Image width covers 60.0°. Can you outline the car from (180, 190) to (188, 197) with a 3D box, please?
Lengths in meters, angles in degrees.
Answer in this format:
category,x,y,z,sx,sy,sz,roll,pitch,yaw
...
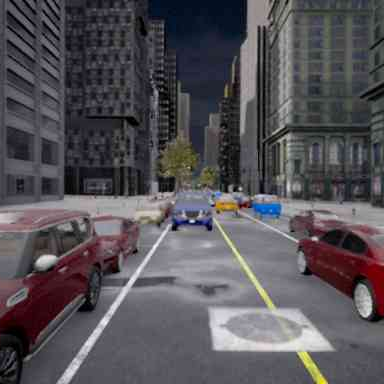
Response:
category,x,y,z,sx,sy,sz,roll,pitch,yaw
car,-2.123,0.522,91.909,2.192,1.841,5.009,0,0,0

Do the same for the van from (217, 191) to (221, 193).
category,x,y,z,sx,sy,sz,roll,pitch,yaw
van,6.328,0.677,81.379,1.690,1.788,3.998,0,0,0

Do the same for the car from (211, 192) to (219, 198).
category,x,y,z,sx,sy,sz,roll,pitch,yaw
car,6.402,0.795,92.206,1.887,1.381,4.507,0,0,0

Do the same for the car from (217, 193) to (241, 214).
category,x,y,z,sx,sy,sz,roll,pitch,yaw
car,3.259,1.209,32.119,1.882,1.535,5.008,0,1,1

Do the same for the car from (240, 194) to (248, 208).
category,x,y,z,sx,sy,sz,roll,pitch,yaw
car,6.032,1.240,37.873,1.887,1.381,4.507,1,0,0

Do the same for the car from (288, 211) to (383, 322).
category,x,y,z,sx,sy,sz,roll,pitch,yaw
car,3.835,1.435,7.176,1.882,1.535,5.008,0,1,-1

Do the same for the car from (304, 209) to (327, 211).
category,x,y,z,sx,sy,sz,roll,pitch,yaw
car,5.872,1.472,15.775,1.802,1.307,4.206,1,1,0

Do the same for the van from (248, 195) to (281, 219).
category,x,y,z,sx,sy,sz,roll,pitch,yaw
van,5.954,1.134,26.822,1.690,1.788,3.998,1,1,0

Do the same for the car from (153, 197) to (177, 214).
category,x,y,z,sx,sy,sz,roll,pitch,yaw
car,-2.560,1.242,32.426,1.887,1.381,4.507,1,1,0

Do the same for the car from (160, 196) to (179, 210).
category,x,y,z,sx,sy,sz,roll,pitch,yaw
car,-2.522,1.193,37.951,1.887,1.381,4.507,1,1,0

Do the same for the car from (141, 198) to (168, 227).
category,x,y,z,sx,sy,sz,roll,pitch,yaw
car,-2.637,1.321,21.206,1.752,1.417,4.829,1,1,0

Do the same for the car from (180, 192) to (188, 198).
category,x,y,z,sx,sy,sz,roll,pitch,yaw
car,-2.162,0.793,86.622,1.887,1.381,4.507,0,0,0

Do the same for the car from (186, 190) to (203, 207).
category,x,y,z,sx,sy,sz,roll,pitch,yaw
car,0.304,0.826,44.984,2.150,2.045,5.566,0,0,0

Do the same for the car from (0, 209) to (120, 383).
category,x,y,z,sx,sy,sz,roll,pitch,yaw
car,-2.747,1.256,4.799,2.192,1.841,5.009,1,1,0

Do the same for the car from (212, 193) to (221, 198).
category,x,y,z,sx,sy,sz,roll,pitch,yaw
car,6.364,0.859,86.793,1.947,1.339,4.313,0,0,0

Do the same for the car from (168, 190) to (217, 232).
category,x,y,z,sx,sy,sz,roll,pitch,yaw
car,0.023,1.050,19.126,2.150,2.045,5.566,0,1,0

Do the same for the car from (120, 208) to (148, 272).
category,x,y,z,sx,sy,sz,roll,pitch,yaw
car,-2.711,1.437,10.326,1.887,1.381,4.507,1,1,0

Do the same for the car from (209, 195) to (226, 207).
category,x,y,z,sx,sy,sz,roll,pitch,yaw
car,3.314,1.193,43.979,1.994,1.385,4.181,0,1,1

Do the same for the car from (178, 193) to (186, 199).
category,x,y,z,sx,sy,sz,roll,pitch,yaw
car,-2.244,0.859,75.872,1.752,1.417,4.829,0,0,0
